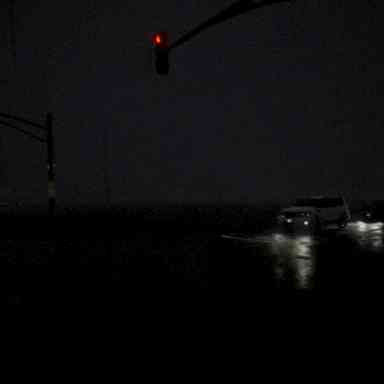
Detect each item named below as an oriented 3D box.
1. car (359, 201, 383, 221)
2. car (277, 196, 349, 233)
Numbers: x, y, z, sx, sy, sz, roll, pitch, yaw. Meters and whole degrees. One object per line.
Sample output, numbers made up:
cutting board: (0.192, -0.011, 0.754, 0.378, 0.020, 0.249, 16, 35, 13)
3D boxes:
car: (15.382, 1.504, 27.045, 4.902, 1.511, 2.128, 0, -1, -40)
car: (7.621, 1.265, 20.602, 5.566, 2.045, 2.150, 0, -1, -40)
